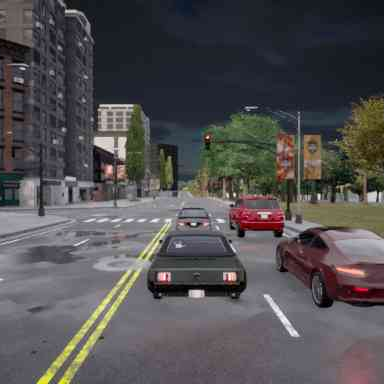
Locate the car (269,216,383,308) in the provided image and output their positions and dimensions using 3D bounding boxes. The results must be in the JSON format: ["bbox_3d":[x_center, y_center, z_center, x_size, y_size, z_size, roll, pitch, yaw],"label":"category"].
[{"bbox_3d":[3.340,1.524,7.787,1.812,1.442,4.674,0,0,0],"label":"car"}]

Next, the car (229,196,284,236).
[{"bbox_3d":[3.321,1.218,17.942,2.150,2.045,5.566,0,0,0],"label":"car"}]

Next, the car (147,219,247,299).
[{"bbox_3d":[0.087,1.599,8.390,1.895,1.301,4.718,0,0,0],"label":"car"}]

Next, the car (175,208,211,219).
[{"bbox_3d":[0.072,1.544,17.983,2.033,1.411,5.357,0,0,0],"label":"car"}]
